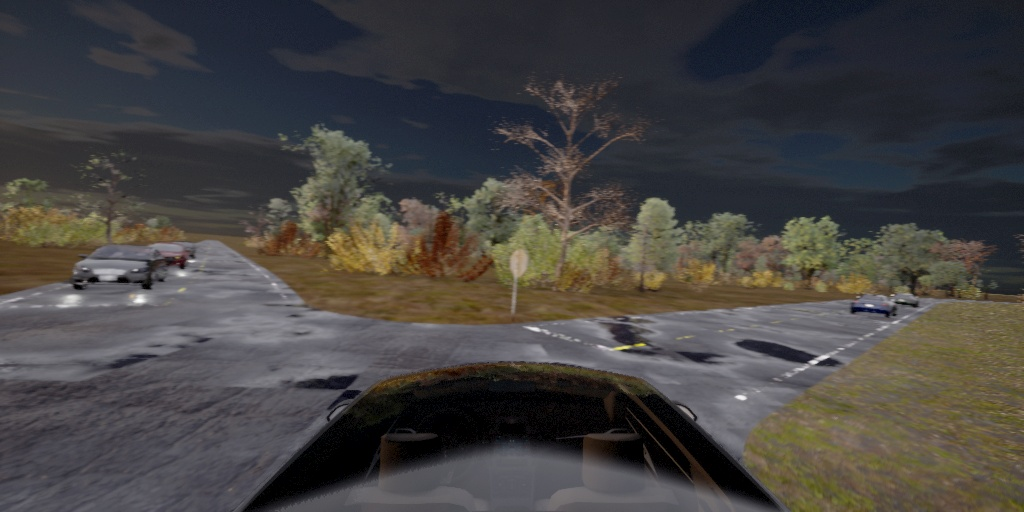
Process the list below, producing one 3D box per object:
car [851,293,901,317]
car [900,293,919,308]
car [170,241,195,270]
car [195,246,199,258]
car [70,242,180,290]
[{"bbox_3d":[25.122,3.368,24.862,4.181,1.385,1.994,5,-1,-39],"label":"car"},{"bbox_3d":[42.554,4.762,38.927,4.181,1.385,1.994,5,-1,-39],"label":"car"},{"bbox_3d":[-21.038,-0.076,21.919,1.882,1.535,5.008,4,-1,-39],"label":"car"},{"bbox_3d":[-29.296,-0.542,31.926,1.837,1.490,4.892,5,-1,-40],"label":"car"},{"bbox_3d":[-14.171,0.344,13.229,2.128,1.511,4.902,4,-1,-38],"label":"car"}]
